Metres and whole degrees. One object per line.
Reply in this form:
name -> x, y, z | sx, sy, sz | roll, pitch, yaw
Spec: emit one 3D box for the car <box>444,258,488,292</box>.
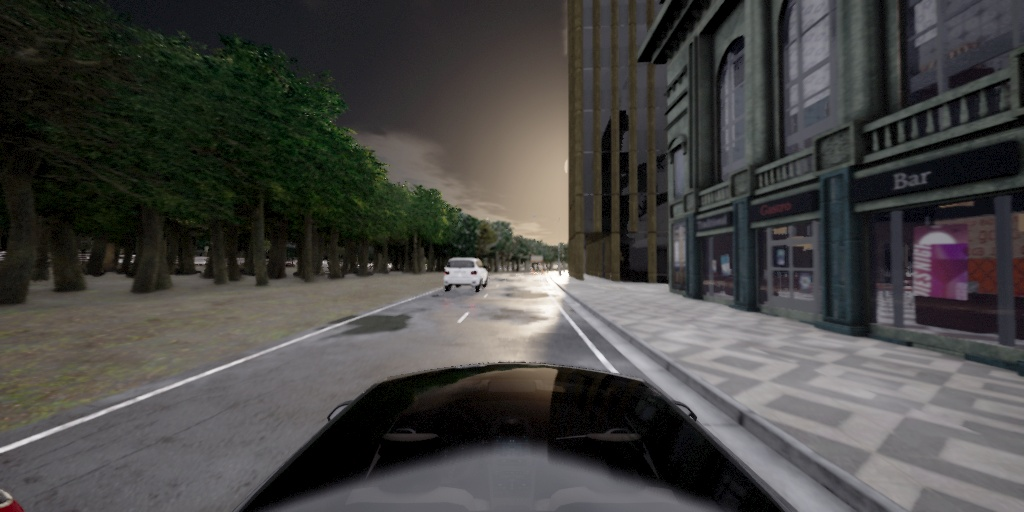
car -> -2.878, 1.165, 23.258 | 2.150, 2.045, 5.566 | 0, -1, 3
